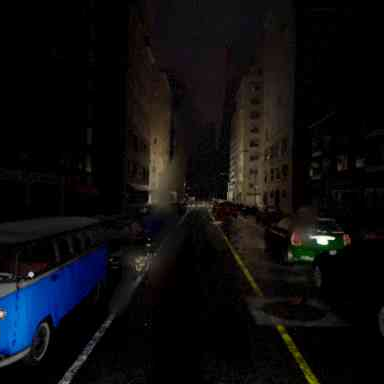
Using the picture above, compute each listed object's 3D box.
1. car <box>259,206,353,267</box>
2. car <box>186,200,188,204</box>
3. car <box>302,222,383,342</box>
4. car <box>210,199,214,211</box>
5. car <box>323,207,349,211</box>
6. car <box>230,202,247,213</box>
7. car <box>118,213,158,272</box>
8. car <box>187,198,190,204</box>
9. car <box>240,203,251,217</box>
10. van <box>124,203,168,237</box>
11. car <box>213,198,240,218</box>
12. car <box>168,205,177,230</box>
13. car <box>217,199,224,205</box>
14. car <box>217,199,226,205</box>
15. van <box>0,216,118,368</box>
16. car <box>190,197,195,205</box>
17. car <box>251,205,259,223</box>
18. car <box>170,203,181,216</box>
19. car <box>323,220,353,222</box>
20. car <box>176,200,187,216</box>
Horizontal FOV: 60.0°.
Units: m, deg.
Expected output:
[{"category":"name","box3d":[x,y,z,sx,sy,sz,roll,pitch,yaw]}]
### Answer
[{"category":"car","box3d":[4.092,1.579,12.458,2.097,1.767,4.553,1,-1,1]},{"category":"car","box3d":[-1.791,2.036,43.957,1.802,1.307,4.206,1,-1,1]},{"category":"car","box3d":[3.958,1.638,6.488,1.882,1.535,5.008,1,-1,1]},{"category":"car","box3d":[3.964,2.187,47.666,1.994,1.385,4.181,1,-1,1]},{"category":"car","box3d":[6.132,1.631,16.272,2.192,1.841,5.009,1,-1,1]},{"category":"car","box3d":[6.852,2.271,49.267,1.947,1.339,4.313,1,-1,1]},{"category":"car","box3d":[-2.515,1.617,10.959,2.008,1.369,4.403,1,-1,1]},{"category":"car","box3d":[-1.667,1.959,49.458,1.967,1.590,4.097,1,-1,1]},{"category":"car","box3d":[6.611,2.125,38.268,2.008,1.369,4.403,1,-1,1]},{"category":"van","box3d":[-2.390,1.471,16.461,1.690,1.788,3.998,1,-1,1]},{"category":"car","box3d":[3.772,1.849,36.868,2.097,1.767,4.553,1,-1,2]},{"category":"car","box3d":[-2.273,1.760,21.959,1.947,1.339,4.313,1,-1,1]},{"category":"car","box3d":[7.832,2.781,91.922,1.752,1.417,4.829,1,-1,1]},{"category":"car","box3d":[7.701,2.620,86.346,1.967,1.590,4.097,1,-1,1]},{"category":"van","box3d":[-2.631,1.344,5.463,1.690,1.788,3.998,1,-1,1]},{"category":"car","box3d":[-0.822,2.576,86.547,1.802,1.307,4.206,1,-1,1]},{"category":"car","box3d":[6.372,1.884,27.270,1.967,1.590,4.097,1,-1,1]},{"category":"car","box3d":[-2.152,1.840,27.458,1.802,1.307,4.206,1,-1,1]},{"category":"car","box3d":[6.006,1.834,10.769,1.802,1.307,4.206,1,-1,1]},{"category":"car","box3d":[-1.911,1.954,38.457,1.947,1.339,4.313,1,-1,1]}]
